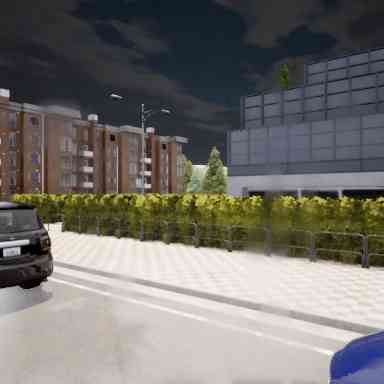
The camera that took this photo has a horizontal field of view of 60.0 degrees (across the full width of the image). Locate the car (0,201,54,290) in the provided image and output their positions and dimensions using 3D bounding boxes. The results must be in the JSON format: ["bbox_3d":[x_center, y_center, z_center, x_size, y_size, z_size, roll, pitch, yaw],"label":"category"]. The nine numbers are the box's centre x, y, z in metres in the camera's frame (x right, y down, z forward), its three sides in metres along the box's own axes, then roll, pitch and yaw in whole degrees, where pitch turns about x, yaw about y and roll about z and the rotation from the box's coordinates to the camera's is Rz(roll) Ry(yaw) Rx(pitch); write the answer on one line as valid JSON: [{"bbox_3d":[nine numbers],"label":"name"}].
[{"bbox_3d":[-5.560,1.229,7.898,5.566,2.045,2.150,0,0,36],"label":"car"}]

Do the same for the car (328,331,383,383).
[{"bbox_3d":[3.183,1.524,1.717,4.674,1.442,1.812,0,0,36],"label":"car"}]
